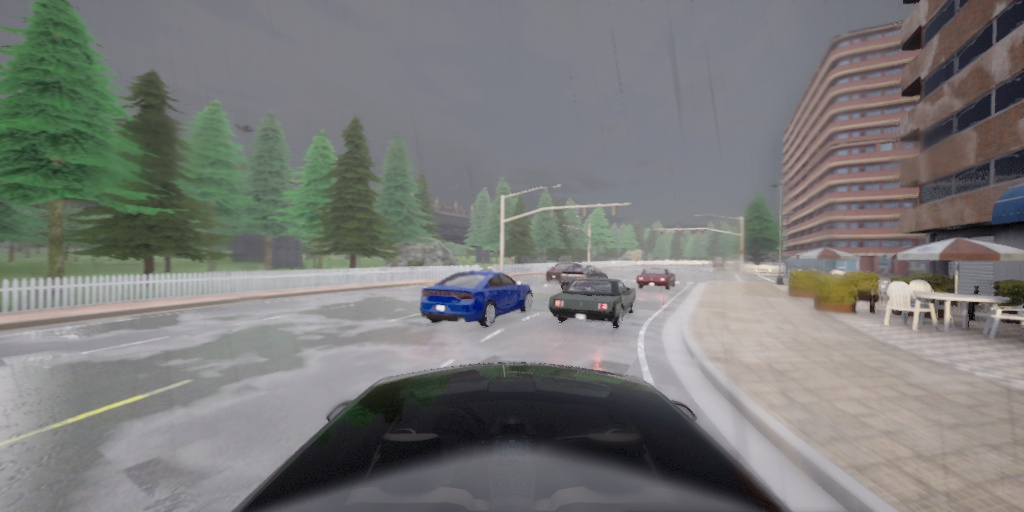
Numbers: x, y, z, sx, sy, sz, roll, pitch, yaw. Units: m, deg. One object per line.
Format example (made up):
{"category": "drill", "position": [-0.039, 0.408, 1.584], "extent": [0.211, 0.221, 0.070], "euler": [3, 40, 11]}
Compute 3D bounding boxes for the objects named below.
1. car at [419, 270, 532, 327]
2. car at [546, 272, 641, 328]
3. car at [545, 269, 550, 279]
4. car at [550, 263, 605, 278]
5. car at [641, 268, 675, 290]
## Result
{"category": "car", "position": [-0.896, 1.200, 11.601], "extent": [1.882, 1.535, 5.008], "euler": [1, 0, 23]}
{"category": "car", "position": [2.856, 1.374, 11.747], "extent": [1.895, 1.301, 4.718], "euler": [1, 0, 26]}
{"category": "car", "position": [4.378, 1.281, 28.894], "extent": [1.882, 1.535, 5.008], "euler": [1, 0, 30]}
{"category": "car", "position": [4.390, 1.271, 21.602], "extent": [2.128, 1.511, 4.902], "euler": [1, 0, 29]}
{"category": "car", "position": [9.630, 1.449, 23.787], "extent": [1.895, 1.301, 4.718], "euler": [1, 0, 30]}
